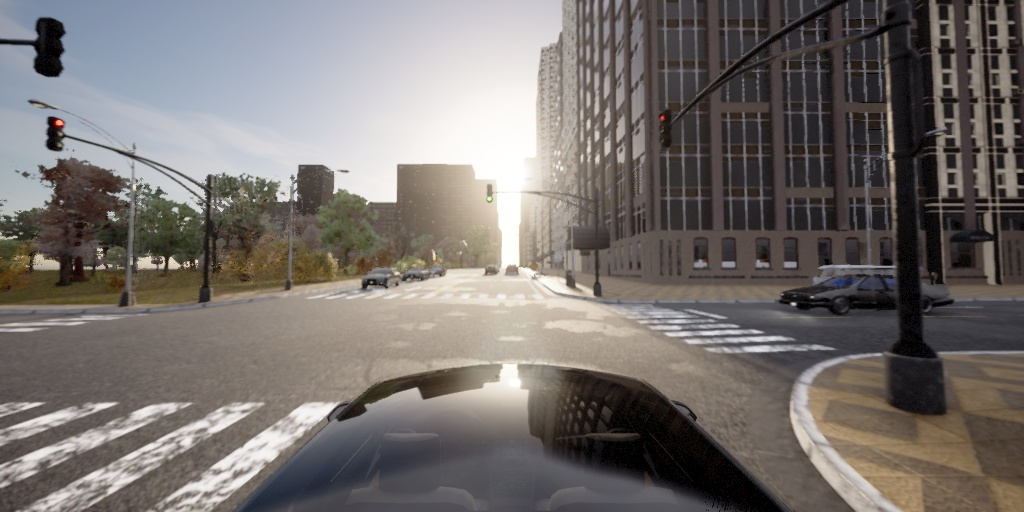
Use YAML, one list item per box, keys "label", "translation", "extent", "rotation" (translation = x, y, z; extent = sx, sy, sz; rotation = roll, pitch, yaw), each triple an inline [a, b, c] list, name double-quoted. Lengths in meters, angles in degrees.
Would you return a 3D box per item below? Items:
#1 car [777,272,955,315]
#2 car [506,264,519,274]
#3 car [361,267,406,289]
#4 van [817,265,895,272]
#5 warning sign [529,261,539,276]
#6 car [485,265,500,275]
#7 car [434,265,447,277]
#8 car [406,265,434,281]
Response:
- label: "car"
  translation: [13.294, 1.416, 13.621]
  extent: [5.357, 1.411, 2.033]
  rotation: [0, -2, -1]
- label: "car"
  translation: [0.038, 2.037, 58.420]
  extent: [2.097, 1.767, 4.553]
  rotation: [0, -1, 0]
- label: "car"
  translation: [-9.887, 1.644, 27.446]
  extent: [1.837, 1.490, 4.892]
  rotation: [0, -1, -2]
- label: "van"
  translation: [15.928, 1.304, 16.234]
  extent: [3.998, 1.789, 1.690]
  rotation: [0, 0, -1]
- label: "warning sign"
  translation: [2.807, 1.553, 45.160]
  extent: [1.300, 1.860, 1.060]
  rotation: [0, 0, 0]
- label: "car"
  translation: [-3.305, 2.164, 57.050]
  extent: [1.837, 1.490, 4.892]
  rotation: [0, -1, 0]
- label: "car"
  translation: [-9.888, 1.973, 47.566]
  extent: [2.128, 1.511, 4.902]
  rotation: [0, -1, 0]
- label: "car"
  translation: [-9.881, 1.866, 37.342]
  extent: [1.994, 1.385, 4.181]
  rotation: [0, -1, 0]
